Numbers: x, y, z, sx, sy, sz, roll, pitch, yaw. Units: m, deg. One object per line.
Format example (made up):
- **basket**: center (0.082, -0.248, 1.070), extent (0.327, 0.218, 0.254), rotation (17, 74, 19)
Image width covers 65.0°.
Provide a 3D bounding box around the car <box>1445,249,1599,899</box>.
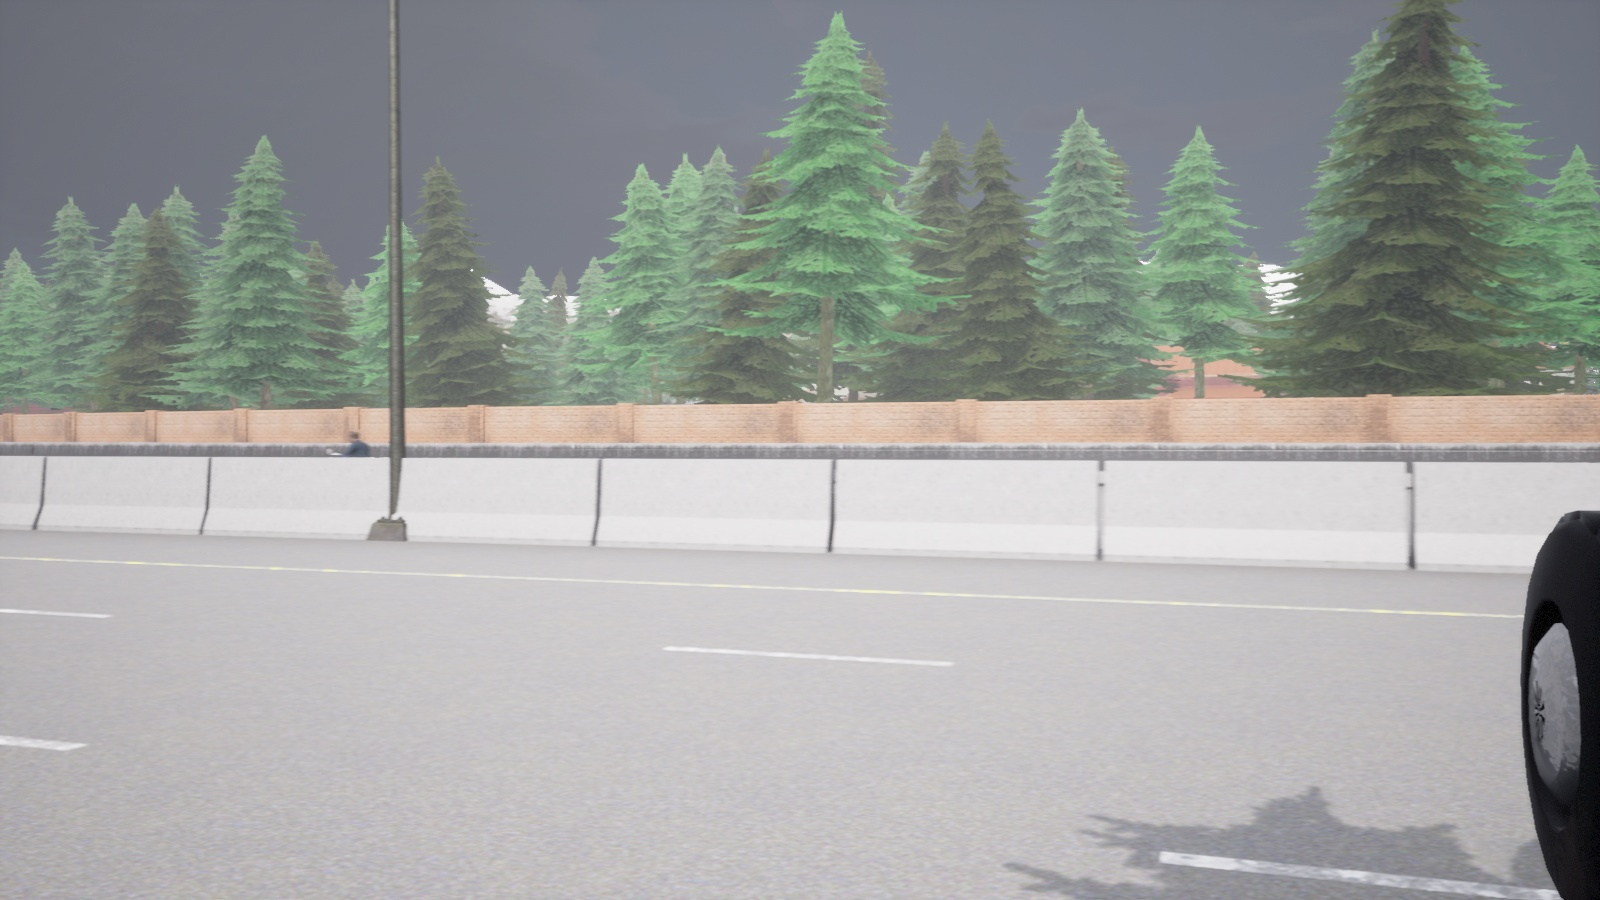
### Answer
- **car**: center (3.374, 0.602, 2.055), extent (3.866, 1.878, 1.905), rotation (1, 1, 19)
